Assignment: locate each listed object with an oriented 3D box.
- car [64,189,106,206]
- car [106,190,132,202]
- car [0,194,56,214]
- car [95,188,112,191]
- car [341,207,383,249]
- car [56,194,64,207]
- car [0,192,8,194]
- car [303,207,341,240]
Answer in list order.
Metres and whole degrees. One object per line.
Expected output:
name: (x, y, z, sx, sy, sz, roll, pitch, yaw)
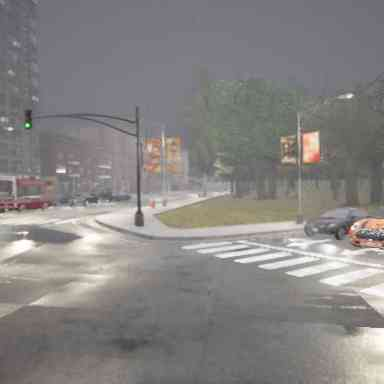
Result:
car: (-11.825, 0.784, 37.184, 1.837, 1.490, 4.892, -1, 0, 10)
car: (-10.117, 0.768, 47.128, 1.895, 1.301, 4.718, -1, 0, 10)
car: (-13.535, 1.005, 27.148, 1.895, 1.301, 4.718, -1, 1, 10)
car: (-13.237, 0.442, 48.154, 2.150, 2.045, 5.566, -1, 0, 10)
car: (8.486, 1.364, 13.646, 4.553, 1.767, 2.097, 0, 0, -35)
car: (-15.041, 0.886, 37.630, 2.033, 1.411, 5.357, -1, 0, 10)
car: (-16.807, 0.819, 27.354, 2.097, 1.767, 4.553, -1, 1, 10)
car: (7.750, 1.534, 17.105, 4.674, 1.442, 1.812, 0, 0, -35)
